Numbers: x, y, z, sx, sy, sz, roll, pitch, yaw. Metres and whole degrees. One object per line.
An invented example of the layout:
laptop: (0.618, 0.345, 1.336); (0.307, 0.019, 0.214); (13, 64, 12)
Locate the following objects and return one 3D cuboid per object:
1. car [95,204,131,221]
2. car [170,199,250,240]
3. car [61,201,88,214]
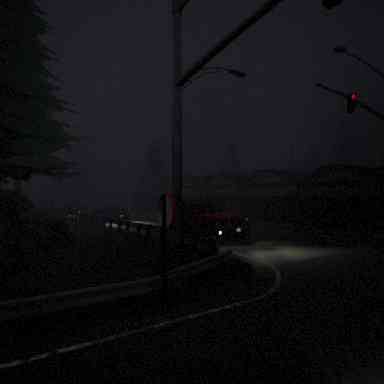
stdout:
car: (-6.812, 1.756, 28.489); (1.994, 1.385, 4.181); (0, 0, -35)
car: (0.624, 1.411, 17.833); (2.150, 2.045, 5.566); (0, 0, -35)
car: (-13.563, 1.738, 38.086); (2.033, 1.411, 5.357); (0, 0, -33)
